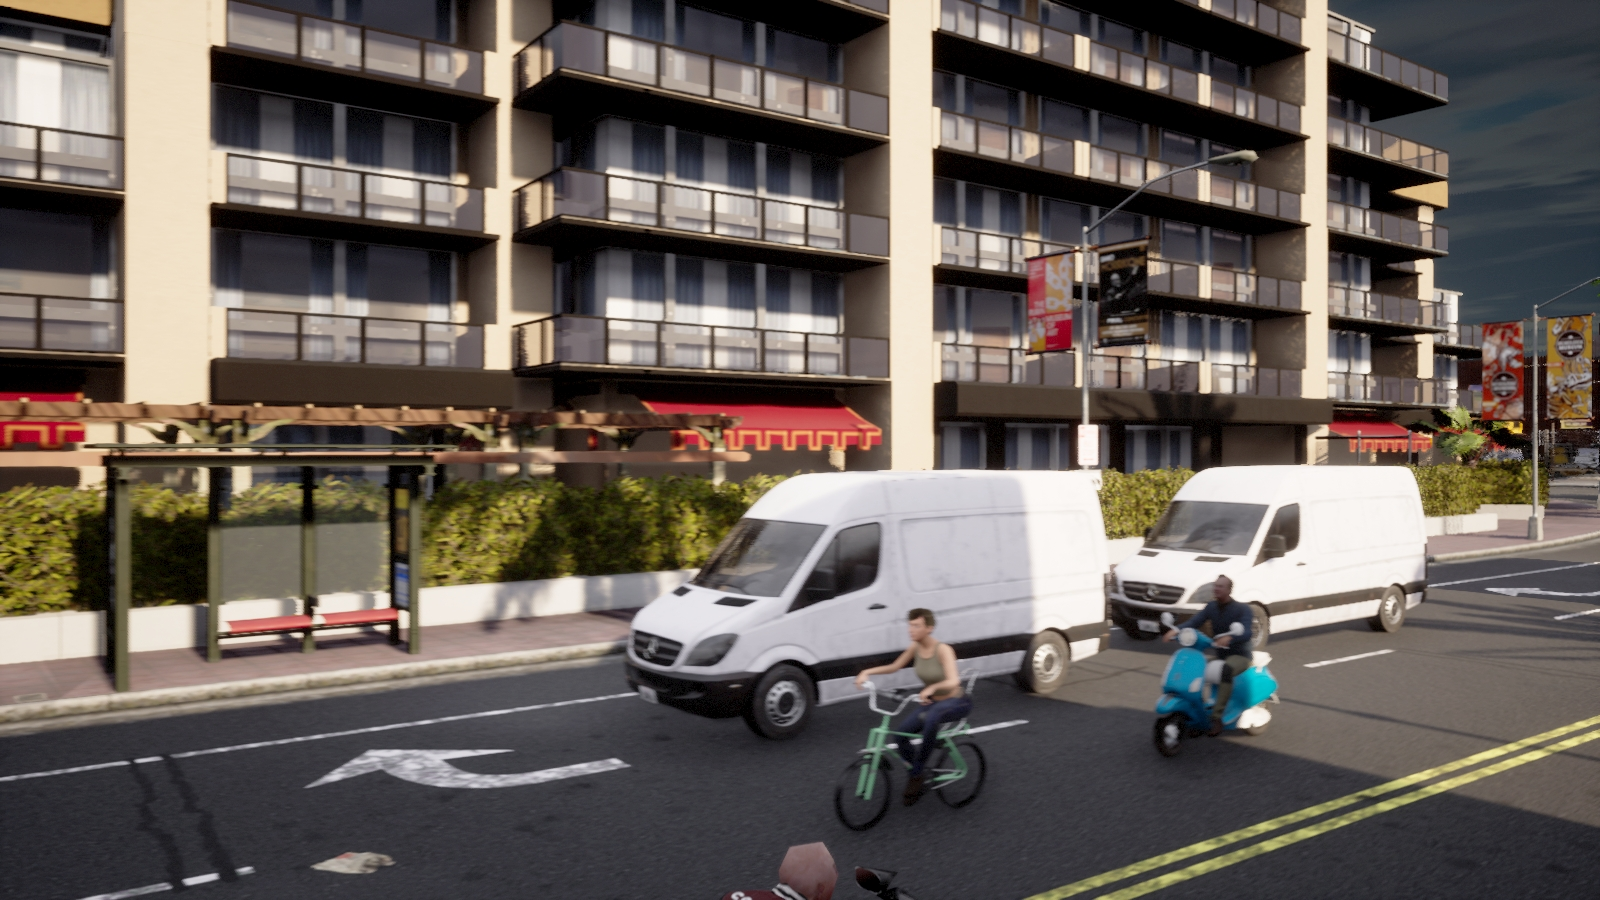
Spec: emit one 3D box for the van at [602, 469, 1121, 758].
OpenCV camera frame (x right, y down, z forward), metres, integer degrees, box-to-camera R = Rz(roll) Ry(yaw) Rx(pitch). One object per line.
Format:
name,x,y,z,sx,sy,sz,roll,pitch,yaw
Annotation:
van,0.899,1.534,12.952,5.915,2.561,1.988,0,0,-35

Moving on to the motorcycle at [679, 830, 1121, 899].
motorcycle,-0.019,2.205,3.765,2.209,1.251,0.867,0,0,-35

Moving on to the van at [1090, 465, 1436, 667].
van,7.170,1.534,17.351,5.915,2.561,1.988,0,0,-35
